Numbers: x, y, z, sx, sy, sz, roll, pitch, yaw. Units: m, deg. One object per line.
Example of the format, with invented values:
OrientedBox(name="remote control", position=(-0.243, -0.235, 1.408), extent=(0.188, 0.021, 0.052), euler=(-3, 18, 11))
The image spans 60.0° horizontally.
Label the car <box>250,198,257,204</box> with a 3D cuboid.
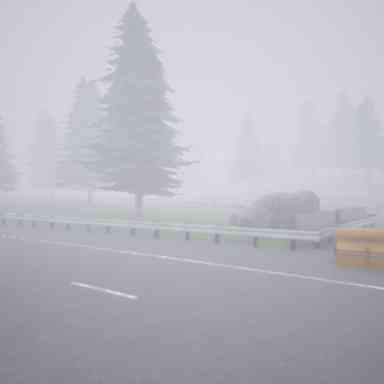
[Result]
OrientedBox(name="car", position=(8.661, 1.013, 38.083), extent=(1.882, 1.535, 5.008), euler=(-1, 1, -28))
